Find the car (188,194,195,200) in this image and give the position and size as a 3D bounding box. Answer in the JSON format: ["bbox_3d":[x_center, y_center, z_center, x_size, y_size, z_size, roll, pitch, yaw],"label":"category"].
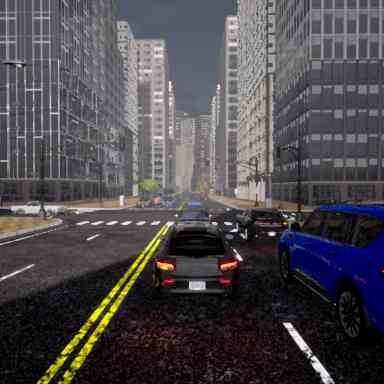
[{"bbox_3d":[-0.087,1.386,90.576,1.882,1.535,5.008,0,0,0],"label":"car"}]

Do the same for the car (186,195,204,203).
[{"bbox_3d":[0.235,1.516,43.505,2.033,1.411,5.357,0,0,1],"label":"car"}]

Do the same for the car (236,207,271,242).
[{"bbox_3d":[3.335,1.496,16.294,1.837,1.490,4.892,0,0,0],"label":"car"}]

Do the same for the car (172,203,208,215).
[{"bbox_3d":[0.085,1.538,17.564,2.033,1.411,5.357,0,0,0],"label":"car"}]

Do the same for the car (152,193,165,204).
[{"bbox_3d":[-6.594,1.166,66.020,2.150,2.045,5.566,0,0,1],"label":"car"}]

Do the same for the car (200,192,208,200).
[{"bbox_3d":[3.164,0.968,89.640,2.150,2.045,5.566,0,0,0],"label":"car"}]

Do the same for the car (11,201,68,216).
[{"bbox_3d":[-14.141,1.498,31.112,4.718,1.301,1.895,1,1,6],"label":"car"}]

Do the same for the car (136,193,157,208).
[{"bbox_3d":[-6.673,1.318,47.853,2.097,1.767,4.553,0,0,1],"label":"car"}]

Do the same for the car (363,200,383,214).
[{"bbox_3d":[21.774,1.643,36.707,4.829,1.417,1.752,1,0,1],"label":"car"}]

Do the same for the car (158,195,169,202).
[{"bbox_3d":[-6.574,1.471,76.500,2.033,1.411,5.357,0,0,0],"label":"car"}]

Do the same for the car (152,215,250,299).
[{"bbox_3d":[0.091,1.522,8.290,1.812,1.442,4.674,0,0,0],"label":"car"}]

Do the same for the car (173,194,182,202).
[{"bbox_3d":[-3.325,1.285,77.398,2.097,1.767,4.553,0,0,0],"label":"car"}]

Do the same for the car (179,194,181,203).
[{"bbox_3d":[-3.390,1.503,57.374,2.033,1.411,5.357,0,0,0],"label":"car"}]

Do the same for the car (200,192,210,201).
[{"bbox_3d":[3.174,1.443,79.610,1.812,1.442,4.674,0,0,0],"label":"car"}]

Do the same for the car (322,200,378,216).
[{"bbox_3d":[16.193,1.616,34.201,4.892,1.490,1.837,0,1,0],"label":"car"}]

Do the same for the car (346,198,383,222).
[{"bbox_3d":[16.174,1.520,28.416,5.009,1.841,2.192,1,0,1],"label":"car"}]

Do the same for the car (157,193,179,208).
[{"bbox_3d":[-3.391,1.318,47.902,2.097,1.767,4.553,0,0,0],"label":"car"}]

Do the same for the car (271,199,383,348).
[{"bbox_3d":[3.347,1.218,6.434,2.150,2.045,5.566,0,0,0],"label":"car"}]
